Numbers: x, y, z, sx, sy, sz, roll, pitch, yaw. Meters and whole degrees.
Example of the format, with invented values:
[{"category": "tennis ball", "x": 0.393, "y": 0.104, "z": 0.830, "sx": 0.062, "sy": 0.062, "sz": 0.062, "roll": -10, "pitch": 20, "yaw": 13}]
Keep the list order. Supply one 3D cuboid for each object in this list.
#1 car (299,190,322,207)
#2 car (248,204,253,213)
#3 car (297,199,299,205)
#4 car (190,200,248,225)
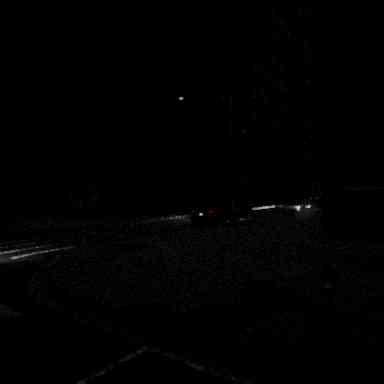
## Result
[{"category": "car", "x": 15.620, "y": 0.829, "z": 41.545, "sx": 2.150, "sy": 2.045, "sz": 5.566, "roll": -1, "pitch": 0, "yaw": 36}, {"category": "car", "x": 3.701, "y": 1.364, "z": 30.074, "sx": 1.895, "sy": 1.301, "sz": 4.718, "roll": -1, "pitch": 0, "yaw": 36}, {"category": "car", "x": 16.741, "y": 1.228, "z": 47.949, "sx": 1.895, "sy": 1.301, "sz": 4.718, "roll": -1, "pitch": 0, "yaw": 36}, {"category": "car", "x": 1.710, "y": 1.334, "z": 22.205, "sx": 1.994, "sy": 1.385, "sz": 4.181, "roll": -1, "pitch": 0, "yaw": 35}]
